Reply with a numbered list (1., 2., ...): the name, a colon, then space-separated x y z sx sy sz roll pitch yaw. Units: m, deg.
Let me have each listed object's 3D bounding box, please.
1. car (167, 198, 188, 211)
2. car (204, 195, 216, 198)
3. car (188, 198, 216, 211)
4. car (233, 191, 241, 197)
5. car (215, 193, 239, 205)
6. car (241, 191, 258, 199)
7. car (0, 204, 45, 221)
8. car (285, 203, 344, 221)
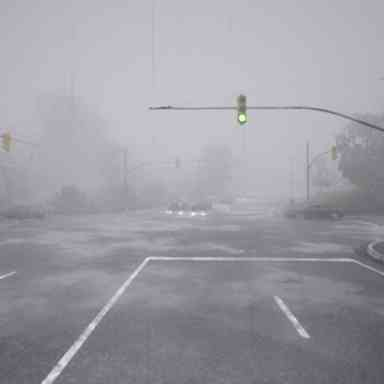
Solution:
1. car: -1.796 1.567 45.508 2.097 1.767 4.553 0 0 16
2. car: 3.206 1.350 59.876 1.837 1.490 4.892 0 2 23
3. car: 1.350 1.816 43.905 1.895 1.301 4.718 0 1 16
4. car: 9.938 0.555 73.656 1.882 1.535 5.008 0 3 30
5. car: 6.162 1.458 57.984 1.895 1.301 4.718 0 2 23
6. car: 12.817 0.562 71.621 1.882 1.535 5.008 0 3 28
7. car: -15.643 1.834 30.252 4.181 1.385 1.994 -1 0 3
8. car: 10.583 1.722 28.886 4.892 1.490 1.837 0 0 3
